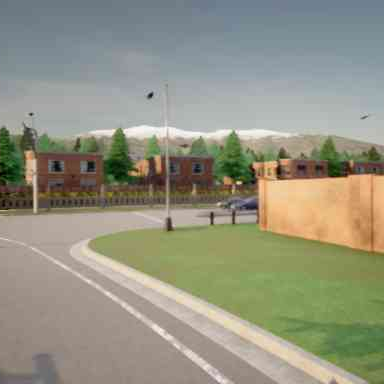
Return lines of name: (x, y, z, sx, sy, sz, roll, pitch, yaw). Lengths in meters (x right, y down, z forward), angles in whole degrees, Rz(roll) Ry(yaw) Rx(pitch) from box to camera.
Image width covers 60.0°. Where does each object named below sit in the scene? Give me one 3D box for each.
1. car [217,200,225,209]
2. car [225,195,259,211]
car: (5.065, 1.112, 35.881, 4.902, 1.511, 2.128, -1, 1, -22)
car: (5.961, 1.172, 32.464, 4.674, 1.442, 1.812, -1, 1, -22)
